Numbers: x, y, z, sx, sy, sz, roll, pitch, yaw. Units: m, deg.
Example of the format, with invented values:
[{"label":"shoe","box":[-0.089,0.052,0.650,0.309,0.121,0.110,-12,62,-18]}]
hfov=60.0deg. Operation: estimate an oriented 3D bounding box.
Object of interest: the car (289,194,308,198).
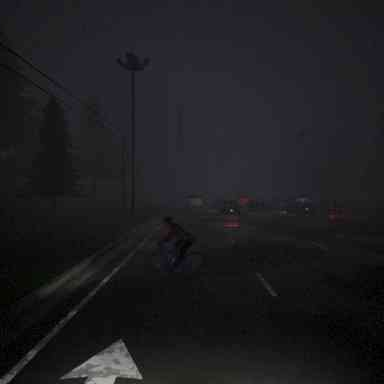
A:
[{"label":"car","box":[14.355,1.221,45.568,2.150,2.045,5.566,0,0,0]}]

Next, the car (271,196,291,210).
[{"label":"car","box":[10.831,1.547,43.258,2.033,1.411,5.357,0,0,0]}]

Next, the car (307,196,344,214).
[{"label":"car","box":[14.305,1.492,35.320,2.128,1.511,4.902,0,0,0]}]

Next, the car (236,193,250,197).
[{"label":"car","box":[7.364,1.221,48.333,2.150,2.045,5.566,0,0,1]}]

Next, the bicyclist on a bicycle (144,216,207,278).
[{"label":"bicyclist on a bicycle","box":[-0.441,1.455,8.650,1.656,1.620,0.582,-2,0,0]}]

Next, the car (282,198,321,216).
[{"label":"car","box":[10.791,1.564,33.182,1.994,1.385,4.181,0,0,0]}]

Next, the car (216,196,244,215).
[{"label":"car","box":[3.797,1.505,34.069,1.837,1.490,4.892,0,0,0]}]

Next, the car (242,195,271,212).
[{"label":"car","box":[7.323,1.478,38.320,1.882,1.535,5.008,0,0,1]}]

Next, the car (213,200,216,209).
[{"label":"car","box":[3.836,1.547,44.416,2.033,1.411,5.357,0,0,1]}]

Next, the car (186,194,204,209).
[{"label":"car","box":[0.356,1.221,44.620,2.150,2.045,5.566,0,0,1]}]
